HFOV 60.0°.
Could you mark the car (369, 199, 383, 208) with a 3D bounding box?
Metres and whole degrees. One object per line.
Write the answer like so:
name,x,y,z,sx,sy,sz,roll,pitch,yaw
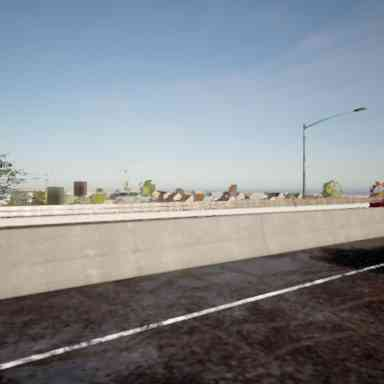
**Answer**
car,24.521,1.499,42.274,4.718,1.301,1.895,0,0,-34
